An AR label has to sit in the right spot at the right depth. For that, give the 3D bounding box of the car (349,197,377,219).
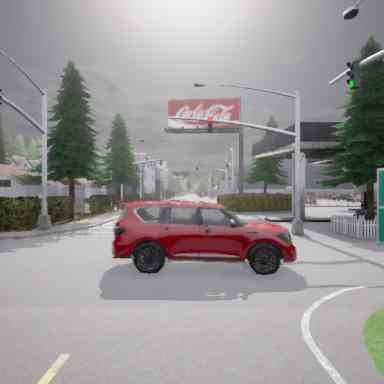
[{"bbox_3d":[14.376,1.505,24.940,3.866,1.878,1.905,0,0,0],"label":"car"}]

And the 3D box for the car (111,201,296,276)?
[{"bbox_3d":[0.324,1.324,10.434,5.566,2.045,2.150,1,0,1],"label":"car"}]

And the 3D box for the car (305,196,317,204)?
[{"bbox_3d":[22.524,1.552,64.004,1.970,1.475,3.806,0,0,0],"label":"car"}]

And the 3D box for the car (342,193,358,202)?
[{"bbox_3d":[34.931,1.489,71.791,2.007,1.523,4.514,0,0,0],"label":"car"}]

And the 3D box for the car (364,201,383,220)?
[{"bbox_3d":[18.705,1.672,30.609,4.611,1.667,2.242,0,0,0],"label":"car"}]
